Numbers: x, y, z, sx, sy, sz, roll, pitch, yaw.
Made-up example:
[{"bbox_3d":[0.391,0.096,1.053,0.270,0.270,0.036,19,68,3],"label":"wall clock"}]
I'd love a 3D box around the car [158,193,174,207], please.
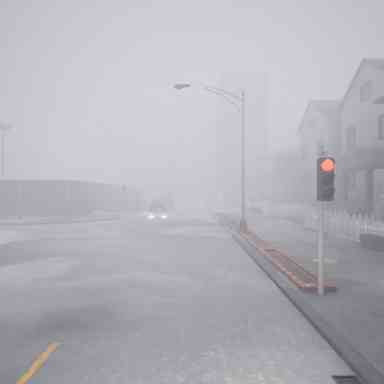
[{"bbox_3d":[-4.046,1.219,51.551,2.150,2.045,5.566,0,0,1],"label":"car"}]

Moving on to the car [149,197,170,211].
[{"bbox_3d":[-4.074,1.599,40.911,1.895,1.301,4.718,0,0,0],"label":"car"}]
